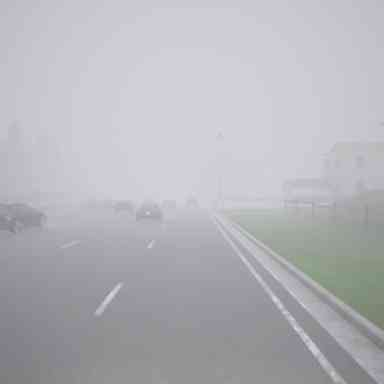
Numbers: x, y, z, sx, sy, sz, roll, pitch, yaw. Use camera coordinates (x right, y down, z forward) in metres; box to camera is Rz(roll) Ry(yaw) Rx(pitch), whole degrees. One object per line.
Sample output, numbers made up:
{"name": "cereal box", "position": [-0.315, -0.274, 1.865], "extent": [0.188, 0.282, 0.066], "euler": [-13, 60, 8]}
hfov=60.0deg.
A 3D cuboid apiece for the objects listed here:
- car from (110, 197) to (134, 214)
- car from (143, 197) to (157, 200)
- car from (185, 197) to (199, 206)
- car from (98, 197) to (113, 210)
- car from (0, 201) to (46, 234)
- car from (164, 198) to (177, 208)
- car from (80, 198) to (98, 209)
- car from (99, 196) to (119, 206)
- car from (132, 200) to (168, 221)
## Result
{"name": "car", "position": [-6.905, 1.540, 35.179], "extent": [1.837, 1.490, 4.892], "euler": [0, 0, 0]}
{"name": "car", "position": [-6.942, 1.548, 54.333], "extent": [2.128, 1.511, 4.902], "euler": [0, 0, 0]}
{"name": "car", "position": [-0.008, 1.561, 54.238], "extent": [1.837, 1.490, 4.892], "euler": [0, 0, 0]}
{"name": "car", "position": [-10.406, 1.645, 43.495], "extent": [1.895, 1.301, 4.718], "euler": [0, 0, 0]}
{"name": "car", "position": [-10.402, 1.372, 19.501], "extent": [2.097, 1.767, 4.553], "euler": [0, 0, 0]}
{"name": "car", "position": [-3.407, 1.616, 50.437], "extent": [1.994, 1.385, 4.181], "euler": [0, 0, 0]}
{"name": "car", "position": [-13.893, 1.593, 45.953], "extent": [2.033, 1.411, 5.357], "euler": [0, 0, -2]}
{"name": "car", "position": [-14.009, 1.548, 56.468], "extent": [2.128, 1.511, 4.902], "euler": [0, 0, 0]}
{"name": "car", "position": [-3.403, 1.592, 27.662], "extent": [1.994, 1.385, 4.181], "euler": [0, 0, 0]}
